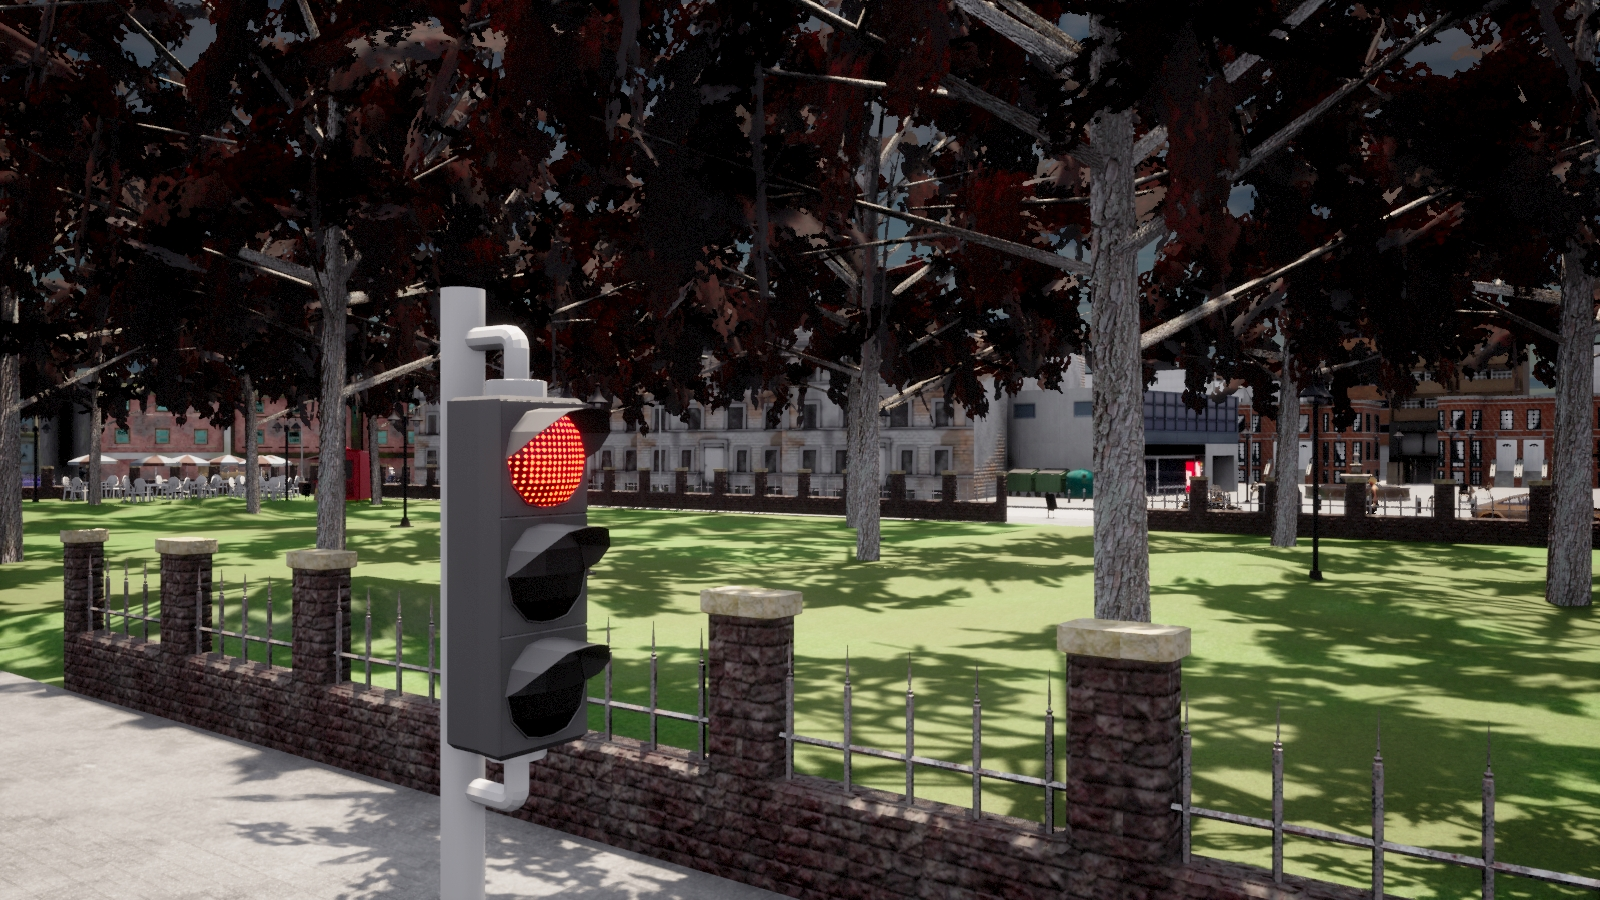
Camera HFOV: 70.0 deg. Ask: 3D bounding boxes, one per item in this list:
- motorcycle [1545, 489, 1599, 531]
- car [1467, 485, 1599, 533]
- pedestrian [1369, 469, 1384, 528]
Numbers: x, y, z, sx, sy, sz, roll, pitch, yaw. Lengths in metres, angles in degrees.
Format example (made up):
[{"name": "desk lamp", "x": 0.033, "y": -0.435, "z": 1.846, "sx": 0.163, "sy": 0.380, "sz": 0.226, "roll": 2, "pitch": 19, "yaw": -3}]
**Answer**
[{"name": "motorcycle", "x": 25.489, "y": 1.950, "z": 36.881, "sx": 2.356, "sy": 1.277, "sz": 0.764, "roll": 0, "pitch": 0, "yaw": 36}, {"name": "car", "x": 24.491, "y": 1.899, "z": 37.604, "sx": 4.181, "sy": 1.385, "sz": 1.994, "roll": 0, "pitch": 0, "yaw": 37}, {"name": "pedestrian", "x": 18.266, "y": 1.523, "z": 36.188, "sx": 0.375, "sy": 1.860, "sz": 0.375, "roll": 0, "pitch": 0, "yaw": 37}]
